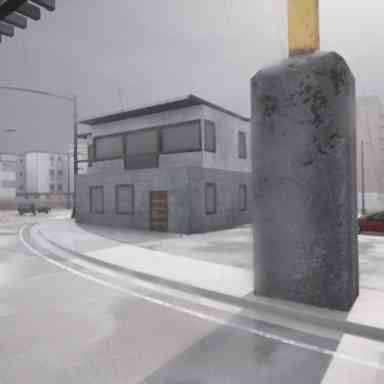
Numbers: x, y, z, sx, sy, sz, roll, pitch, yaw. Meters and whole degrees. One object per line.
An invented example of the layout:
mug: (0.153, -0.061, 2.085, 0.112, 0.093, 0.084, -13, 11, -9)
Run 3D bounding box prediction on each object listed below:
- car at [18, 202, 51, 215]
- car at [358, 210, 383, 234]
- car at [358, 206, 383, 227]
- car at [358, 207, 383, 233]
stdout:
car: (-18.425, 1.950, 39.199, 2.128, 1.511, 4.902, -1, -2, 3)
car: (11.874, 1.890, 20.191, 5.357, 1.415, 2.033, 0, 0, 34)
car: (17.012, 2.058, 28.184, 5.027, 1.636, 2.152, -1, -1, 34)
car: (13.654, 1.901, 22.609, 3.988, 1.617, 1.851, 0, 0, 34)
